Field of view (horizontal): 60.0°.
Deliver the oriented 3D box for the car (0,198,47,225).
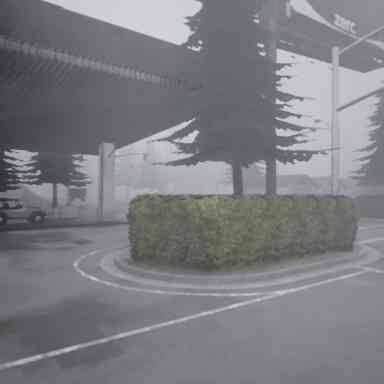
[{"bbox_3d":[-12.335,1.333,23.227,3.866,1.878,1.905,0,0,-36],"label":"car"}]
